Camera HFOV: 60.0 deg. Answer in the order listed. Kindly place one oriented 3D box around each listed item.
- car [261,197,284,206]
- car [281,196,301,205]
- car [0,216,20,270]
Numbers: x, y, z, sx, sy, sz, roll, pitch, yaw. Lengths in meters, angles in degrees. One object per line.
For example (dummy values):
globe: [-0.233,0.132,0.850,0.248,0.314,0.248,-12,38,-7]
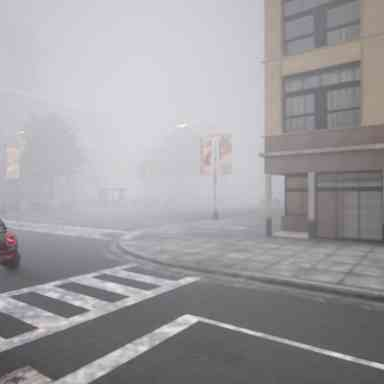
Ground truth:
car: [12.944,1.564,54.775,2.128,1.511,4.902,0,0,36]
car: [18.914,1.564,63.233,2.128,1.511,4.902,0,0,36]
car: [-7.005,1.392,10.380,2.097,1.767,4.553,0,0,-41]
